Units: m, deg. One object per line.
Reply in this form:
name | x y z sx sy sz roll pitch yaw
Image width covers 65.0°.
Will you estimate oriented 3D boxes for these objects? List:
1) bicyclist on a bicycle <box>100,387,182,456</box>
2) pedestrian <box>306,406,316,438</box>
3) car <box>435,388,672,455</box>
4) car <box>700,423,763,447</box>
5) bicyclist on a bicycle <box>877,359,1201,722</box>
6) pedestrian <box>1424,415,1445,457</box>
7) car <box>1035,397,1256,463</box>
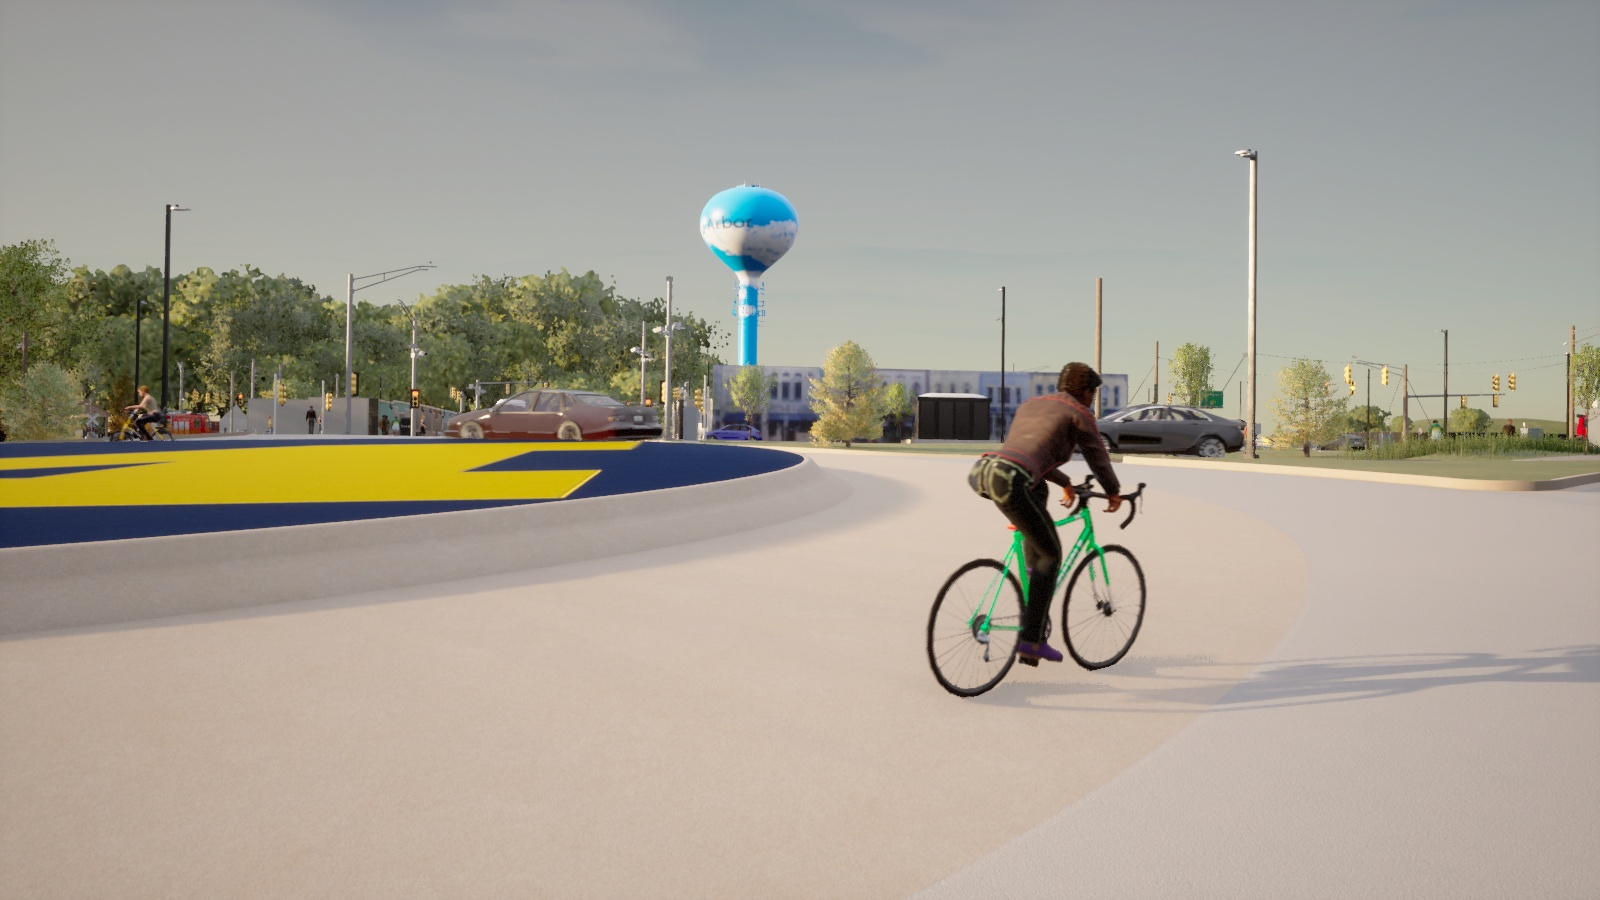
bicyclist on a bicycle | -16.036 -0.690 30.590 1.509 1.612 0.866 -2 0 -5
pedestrian | -29.117 -1.647 74.818 0.376 1.854 0.720 1 -1 -6
car | -5.709 -0.658 28.824 5.357 1.411 2.033 1 1 31
car | -4.738 -1.009 86.032 4.193 1.474 1.816 1 -1 -7
bicyclist on a bicycle | 1.237 0.376 6.366 1.656 1.620 0.582 -2 7 -38
pedestrian | 29.701 -0.653 58.773 0.659 1.952 0.873 0 -1 12
car | 8.617 -0.471 31.617 4.902 1.511 2.128 1 -1 -4
